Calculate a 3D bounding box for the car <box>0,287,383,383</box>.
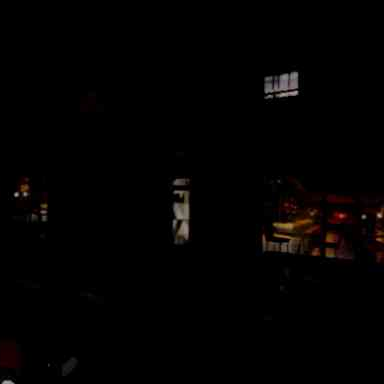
[{"bbox_3d":[0.074,1.538,2.763,4.507,1.381,1.887,0,1,35],"label":"car"}]
